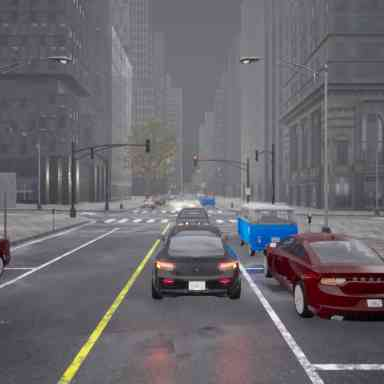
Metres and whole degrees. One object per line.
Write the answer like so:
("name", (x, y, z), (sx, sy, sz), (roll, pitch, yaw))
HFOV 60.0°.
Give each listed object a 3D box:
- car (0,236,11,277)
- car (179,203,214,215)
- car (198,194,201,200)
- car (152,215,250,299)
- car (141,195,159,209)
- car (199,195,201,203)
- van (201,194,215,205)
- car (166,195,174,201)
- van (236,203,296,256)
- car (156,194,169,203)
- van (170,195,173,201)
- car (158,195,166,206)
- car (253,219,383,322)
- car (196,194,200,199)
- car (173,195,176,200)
("car", (-5.800, 1.546, 7.245), (1.887, 1.381, 4.507), (0, 0, 0))
("car", (0.043, 1.551, 17.895), (2.033, 1.411, 5.357), (0, 0, 0))
("car", (2.565, 1.582, 61.590), (1.887, 1.381, 4.507), (0, 0, 0))
("car", (0.081, 1.527, 8.306), (1.812, 1.442, 4.674), (0, 0, 0))
("car", (-5.913, 1.547, 45.168), (1.752, 1.417, 4.829), (0, 0, 0))
("car", (2.582, 1.597, 56.177), (1.947, 1.339, 4.313), (0, 0, 0))
("van", (2.601, 1.367, 50.764), (1.690, 1.788, 3.998), (0, 0, 0))
("car", (-6.062, 1.607, 92.771), (1.752, 1.417, 4.829), (0, 0, 0))
("van", (2.739, 1.343, 12.780), (1.690, 1.788, 3.998), (0, 0, 0))
("car", (-5.958, 1.352, 61.208), (2.192, 1.841, 5.009), (0, 0, 0))
("van", (-6.010, 1.399, 77.074), (1.690, 1.788, 3.998), (0, 0, 0))
("car", (-5.942, 1.576, 55.918), (1.887, 1.381, 4.507), (0, 0, 0))
("car", (2.755, 1.546, 7.254), (1.887, 1.381, 4.507), (0, 0, 0))
("car", (2.530, 1.602, 72.417), (2.008, 1.369, 4.403), (0, 0, 0))
("car", (-6.045, 1.639, 87.651), (1.947, 1.339, 4.313), (0, 0, 0))
